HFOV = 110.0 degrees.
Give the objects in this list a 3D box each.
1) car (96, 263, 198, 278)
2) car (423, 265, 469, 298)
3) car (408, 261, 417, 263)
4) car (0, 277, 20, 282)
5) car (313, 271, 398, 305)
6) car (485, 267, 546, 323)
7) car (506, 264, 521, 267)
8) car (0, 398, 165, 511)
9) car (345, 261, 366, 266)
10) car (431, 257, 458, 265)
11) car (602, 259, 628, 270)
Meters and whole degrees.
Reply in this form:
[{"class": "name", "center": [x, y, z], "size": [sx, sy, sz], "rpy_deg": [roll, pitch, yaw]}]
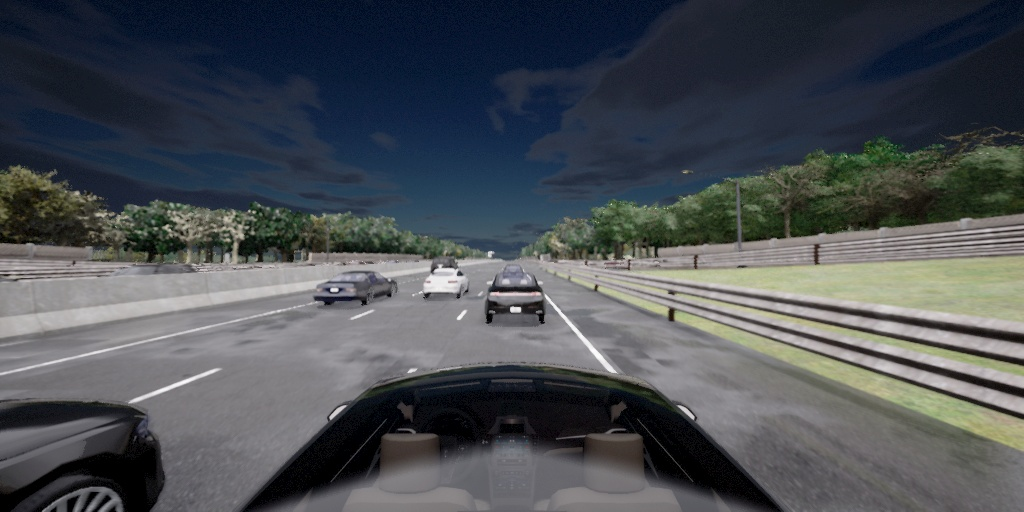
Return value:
[{"class": "car", "center": [-17.594, 1.189, 17.383], "size": [2.097, 1.767, 4.553], "rpy_deg": [0, 0, 0]}, {"class": "car", "center": [-3.395, 1.370, 18.976], "size": [1.812, 1.442, 4.674], "rpy_deg": [0, 0, 0]}, {"class": "car", "center": [-17.485, 1.602, 62.712], "size": [1.837, 1.490, 4.892], "rpy_deg": [0, 0, 0]}, {"class": "car", "center": [-24.595, 1.391, 15.524], "size": [1.994, 1.385, 4.181], "rpy_deg": [0, 0, 0]}, {"class": "car", "center": [-6.896, 1.379, 16.424], "size": [2.033, 1.411, 5.357], "rpy_deg": [0, 0, 0]}, {"class": "car", "center": [0.103, 1.302, 12.456], "size": [2.128, 1.511, 4.902], "rpy_deg": [0, 0, 0]}, {"class": "car", "center": [0.108, 1.457, 31.976], "size": [2.033, 1.411, 5.357], "rpy_deg": [0, 0, 0]}, {"class": "car", "center": [-3.400, 1.236, 0.528], "size": [2.128, 1.511, 4.902], "rpy_deg": [0, 0, 0]}, {"class": "car", "center": [-24.532, 1.552, 56.329], "size": [1.812, 1.442, 4.674], "rpy_deg": [0, 0, 1]}, {"class": "car", "center": [-6.891, 1.156, 37.064], "size": [2.150, 2.045, 5.566], "rpy_deg": [0, 0, 0]}, {"class": "car", "center": [15.598, 1.202, 54.439], "size": [2.097, 1.767, 4.553], "rpy_deg": [0, -1, -18]}]
